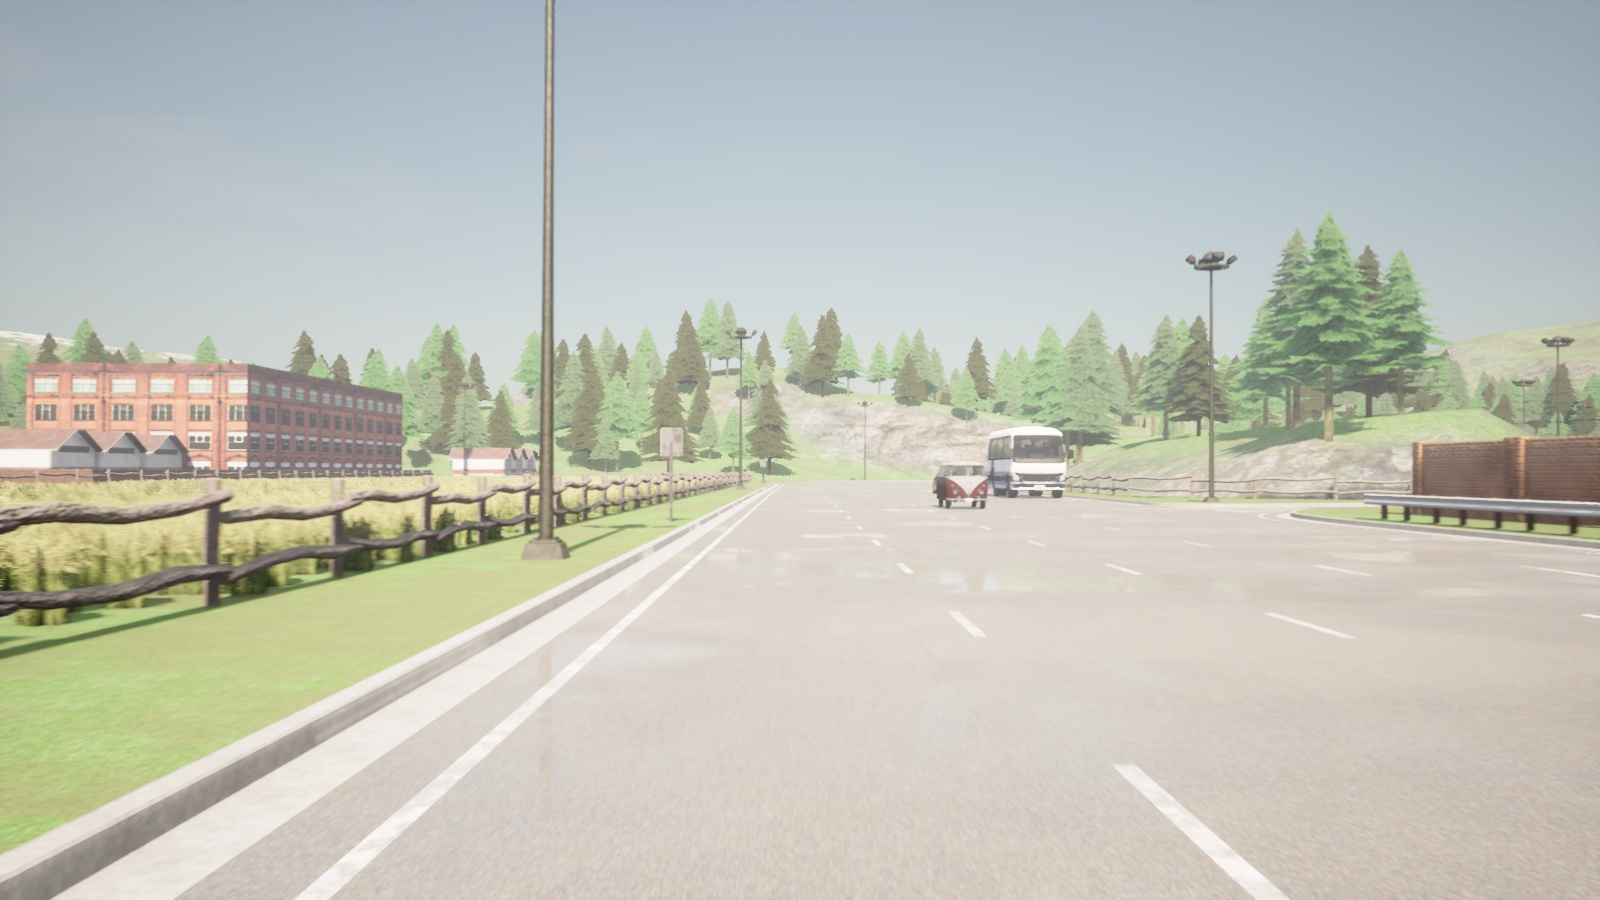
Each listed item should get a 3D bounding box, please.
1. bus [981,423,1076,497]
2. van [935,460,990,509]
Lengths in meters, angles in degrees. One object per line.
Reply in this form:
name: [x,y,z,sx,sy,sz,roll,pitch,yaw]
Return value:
bus: [13.807,0.665,77.001,3.944,4.253,10.273,0,-1,0]
van: [6.869,1.431,53.511,1.775,1.987,4.442,0,-1,0]
